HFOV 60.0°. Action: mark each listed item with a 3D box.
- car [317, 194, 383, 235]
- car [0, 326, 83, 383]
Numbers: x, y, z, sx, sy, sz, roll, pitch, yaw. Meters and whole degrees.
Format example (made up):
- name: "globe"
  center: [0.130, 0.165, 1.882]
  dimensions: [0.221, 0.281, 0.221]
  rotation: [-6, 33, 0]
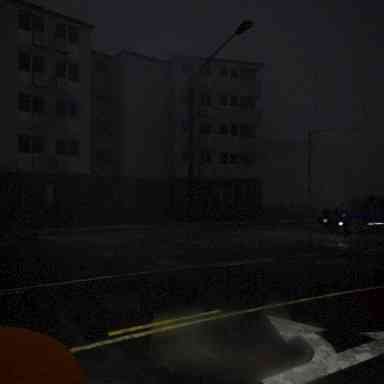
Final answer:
- name: "car"
  center: [9.967, 1.223, 18.888]
  dimensions: [5.566, 2.045, 2.150]
  rotation: [0, 0, -15]
- name: "car"
  center: [-3.041, 1.478, 1.487]
  dimensions: [5.008, 1.535, 1.882]
  rotation: [0, 0, -36]
